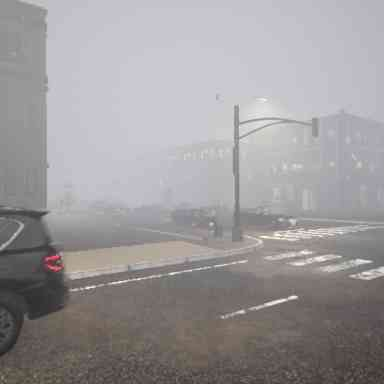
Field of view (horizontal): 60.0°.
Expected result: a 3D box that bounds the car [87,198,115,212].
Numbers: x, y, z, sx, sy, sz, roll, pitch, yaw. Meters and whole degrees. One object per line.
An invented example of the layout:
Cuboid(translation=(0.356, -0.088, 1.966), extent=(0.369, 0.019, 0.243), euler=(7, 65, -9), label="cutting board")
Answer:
Cuboid(translation=(-12.837, 2.042, 46.962), extent=(1.812, 1.442, 4.674), euler=(-1, 0, -35), label="car")

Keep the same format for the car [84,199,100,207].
Cuboid(translation=(-20.294, 2.227, 67.402), extent=(1.887, 1.381, 4.507), euler=(-1, 0, -35), label="car")

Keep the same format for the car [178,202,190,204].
Cuboid(translation=(-1.073, 1.903, 40.319), extent=(1.802, 1.307, 4.206), euler=(-2, 0, -35), label="car")

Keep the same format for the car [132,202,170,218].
Cuboid(translation=(-4.099, 1.947, 34.597), extent=(1.895, 1.301, 4.718), euler=(-1, 0, -35), label="car")

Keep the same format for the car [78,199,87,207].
Cuboid(translation=(-20.193, 2.194, 62.816), extent=(1.812, 1.442, 4.674), euler=(-1, 0, -35), label="car")

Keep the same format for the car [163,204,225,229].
Cuboid(translation=(0.026, 1.814, 24.081), extent=(1.947, 1.339, 4.313), euler=(-1, 0, -35), label="car")

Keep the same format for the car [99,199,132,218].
Cuboid(translation=(-7.909, 1.846, 35.467), extent=(1.967, 1.590, 4.097), euler=(-1, 0, -35), label="car")

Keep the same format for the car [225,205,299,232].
Cuboid(translation=(4.735, 1.661, 21.826), extent=(2.128, 1.511, 4.902), euler=(-1, 0, -32), label="car")

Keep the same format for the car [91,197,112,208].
Cuboid(translation=(-17.096, 1.939, 62.888), extent=(2.192, 1.841, 5.009), euler=(-1, 0, -35), label="car")

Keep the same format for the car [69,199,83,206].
Cuboid(translation=(-26.701, 2.363, 76.431), extent=(1.947, 1.339, 4.313), euler=(-1, 0, -35), label="car")

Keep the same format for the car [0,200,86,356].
Cuboid(translation=(-4.552, 1.224, 4.361), extent=(5.566, 2.045, 2.150), euler=(0, 0, -34), label="car")

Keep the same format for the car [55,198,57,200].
Cuboid(translation=(-23.825, 2.232, 57.898), extent=(1.752, 1.417, 4.829), euler=(-1, 0, -35), label="car")

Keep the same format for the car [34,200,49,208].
Cuboid(translation=(-30.331, 2.375, 67.066), extent=(2.008, 1.369, 4.403), euler=(-1, 0, -35), label="car")

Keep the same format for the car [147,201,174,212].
Cuboid(translation=(-4.276, 1.965, 44.833), extent=(1.802, 1.307, 4.206), euler=(-2, 0, -35), label="car")

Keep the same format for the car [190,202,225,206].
Cuboid(translation=(2.130, 1.809, 35.805), extent=(2.008, 1.369, 4.403), euler=(-2, 0, -35), label="car")

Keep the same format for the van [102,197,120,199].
Cuboid(translation=(-13.892, 1.906, 58.374), extent=(1.690, 1.788, 3.998), euler=(-1, 0, -35), label="van")
